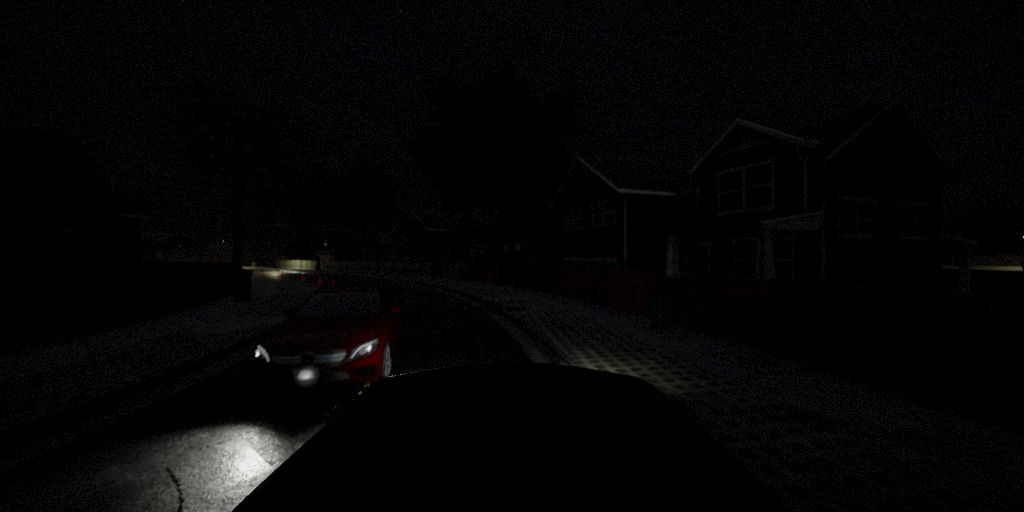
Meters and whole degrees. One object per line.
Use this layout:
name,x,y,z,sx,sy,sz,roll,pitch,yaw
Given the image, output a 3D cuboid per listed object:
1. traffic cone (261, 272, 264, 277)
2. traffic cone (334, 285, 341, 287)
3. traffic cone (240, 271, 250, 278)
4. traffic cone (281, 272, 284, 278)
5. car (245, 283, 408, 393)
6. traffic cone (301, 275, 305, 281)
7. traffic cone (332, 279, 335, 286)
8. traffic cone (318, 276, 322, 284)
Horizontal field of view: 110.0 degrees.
traffic cone,-24.887,1.794,35.679,0.340,0.580,0.340,0,0,37
traffic cone,-8.788,1.758,18.374,0.340,0.580,0.340,0,0,-27
traffic cone,-28.865,1.801,38.708,0.340,0.580,0.340,0,0,37
traffic cone,-20.908,1.787,32.650,0.340,0.580,0.340,0,0,37
car,-3.130,1.299,6.992,1.812,1.442,4.674,0,0,-11
traffic cone,-17.261,1.780,29.611,0.340,0.580,0.340,0,0,43
traffic cone,-11.173,1.765,22.438,0.340,0.580,0.340,0,0,-34
traffic cone,-14.010,1.773,26.200,0.340,0.580,0.340,0,0,-40
